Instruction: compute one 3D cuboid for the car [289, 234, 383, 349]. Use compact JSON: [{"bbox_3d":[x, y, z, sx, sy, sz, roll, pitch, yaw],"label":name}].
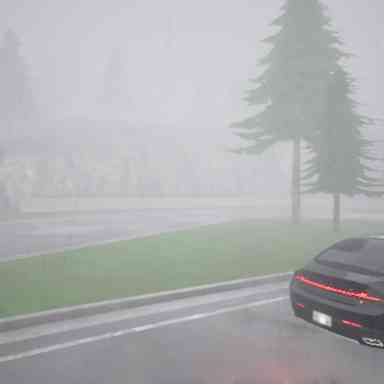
[{"bbox_3d":[3.878,1.527,5.925,4.892,1.490,1.837,0,0,-32],"label":"car"}]
